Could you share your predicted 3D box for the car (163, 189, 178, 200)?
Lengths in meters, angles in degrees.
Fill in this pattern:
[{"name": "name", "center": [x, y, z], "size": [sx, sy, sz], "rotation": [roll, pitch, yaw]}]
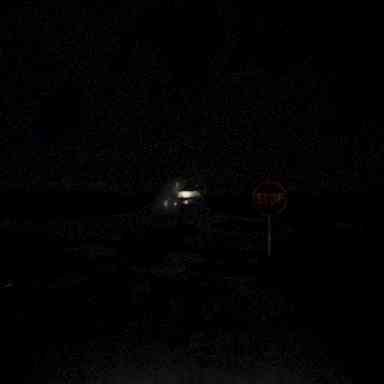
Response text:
[{"name": "car", "center": [-2.827, 0.354, 45.490], "size": [2.033, 1.411, 5.357], "rotation": [0, 2, 0]}]
